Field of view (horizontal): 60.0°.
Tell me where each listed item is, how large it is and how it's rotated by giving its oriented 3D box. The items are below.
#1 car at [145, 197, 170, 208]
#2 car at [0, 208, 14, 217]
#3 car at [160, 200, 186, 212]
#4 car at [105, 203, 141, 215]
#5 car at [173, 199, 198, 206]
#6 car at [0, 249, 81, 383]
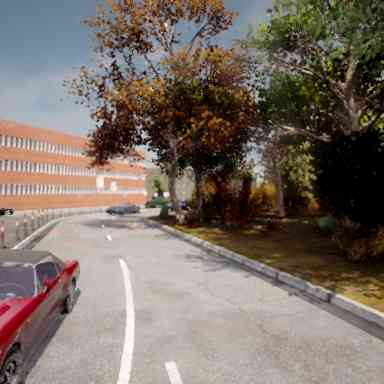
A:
[{"bbox_3d":[-5.461,1.839,58.543,5.566,2.045,2.435,0,-1,21],"label":"car"},{"bbox_3d":[-21.430,2.070,35.230,1.895,1.301,4.718,0,-1,22],"label":"car"},{"bbox_3d":[-2.104,2.094,45.668,1.895,1.301,4.718,0,-1,21],"label":"car"},{"bbox_3d":[-8.020,1.959,39.233,2.033,1.411,5.357,0,-1,20],"label":"car"},{"bbox_3d":[-1.395,2.219,69.086,4.674,1.452,2.002,0,0,21],"label":"car"},{"bbox_3d":[-2.990,1.631,4.848,1.895,1.301,4.718,0,0,-8],"label":"car"}]
